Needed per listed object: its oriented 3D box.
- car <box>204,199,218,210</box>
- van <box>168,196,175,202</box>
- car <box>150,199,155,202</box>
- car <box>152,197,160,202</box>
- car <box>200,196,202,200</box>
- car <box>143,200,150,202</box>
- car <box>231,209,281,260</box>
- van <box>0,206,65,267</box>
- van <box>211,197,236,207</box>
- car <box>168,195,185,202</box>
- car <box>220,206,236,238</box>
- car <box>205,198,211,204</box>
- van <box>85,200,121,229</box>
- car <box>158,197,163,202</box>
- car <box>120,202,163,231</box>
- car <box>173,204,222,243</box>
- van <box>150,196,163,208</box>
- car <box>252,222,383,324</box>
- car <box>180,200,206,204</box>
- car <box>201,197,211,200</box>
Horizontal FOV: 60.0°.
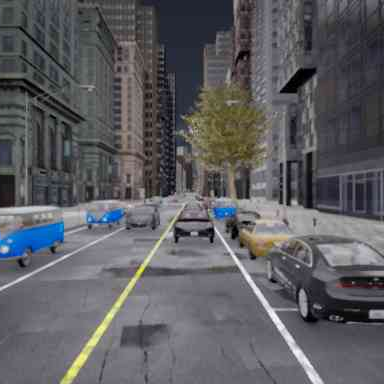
[{"bbox_3d":[2.764,1.815,49.422,1.887,1.381,4.507,0,0,0],"label":"car"},{"bbox_3d":[-5.772,1.881,92.589,1.690,1.788,3.998,0,0,0],"label":"van"},{"bbox_3d":[-5.761,1.789,38.364,1.802,1.307,4.206,0,0,0],"label":"car"},{"bbox_3d":[-5.761,1.782,43.778,1.887,1.381,4.507,0,0,0],"label":"car"},{"bbox_3d":[2.771,1.861,60.172,1.752,1.417,4.829,0,0,0],"label":"car"},{"bbox_3d":[-5.762,1.727,32.952,2.008,1.369,4.403,0,0,0],"label":"car"},{"bbox_3d":[2.762,1.592,12.569,1.752,1.417,4.829,0,0,0],"label":"car"},{"bbox_3d":[-5.764,1.401,11.300,1.690,1.788,3.998,0,0,0],"label":"van"},{"bbox_3d":[2.762,1.492,28.267,1.690,1.788,3.998,0,0,0],"label":"van"},{"bbox_3d":[-2.995,1.430,63.776,2.097,1.767,4.553,0,0,0],"label":"car"},{"bbox_3d":[2.762,1.659,17.689,1.947,1.339,4.313,0,0,0],"label":"car"},{"bbox_3d":[2.764,1.760,38.844,2.008,1.369,4.403,0,0,0],"label":"car"},{"bbox_3d":[-5.763,1.458,22.127,1.690,1.788,3.998,0,0,0],"label":"van"},{"bbox_3d":[-5.760,1.835,49.191,1.947,1.339,4.313,0,0,0],"label":"car"},{"bbox_3d":[-3.099,1.620,21.807,1.837,1.490,4.892,0,0,0],"label":"car"},{"bbox_3d":[0.098,1.579,16.655,2.128,1.511,4.902,0,0,0],"label":"car"},{"bbox_3d":[-5.761,1.642,54.606,1.690,1.788,3.998,0,0,0],"label":"van"},{"bbox_3d":[2.761,1.588,7.110,2.008,1.369,4.403,0,0,0],"label":"car"},{"bbox_3d":[0.100,1.739,32.671,1.994,1.385,4.181,0,0,0],"label":"car"},{"bbox_3d":[2.763,1.555,44.134,2.192,1.841,5.009,0,0,0],"label":"car"}]
